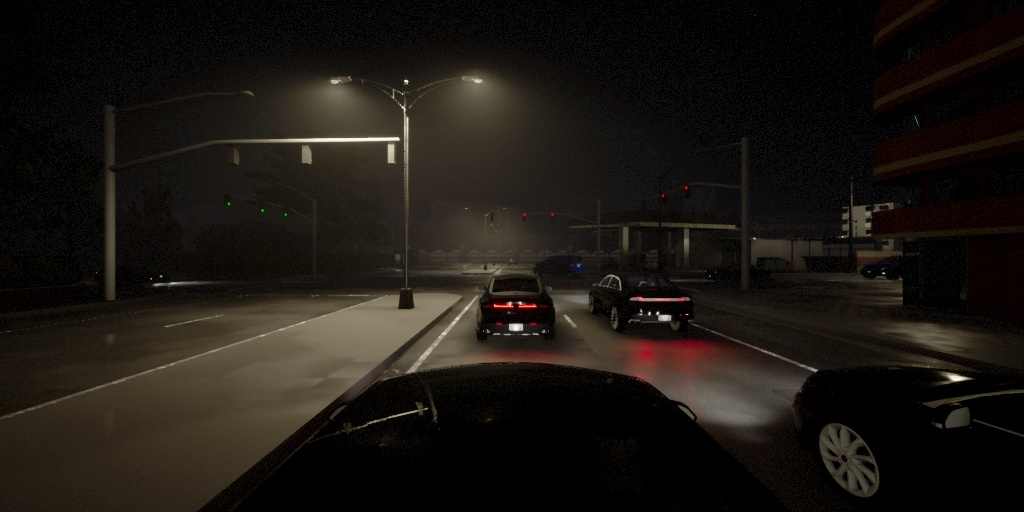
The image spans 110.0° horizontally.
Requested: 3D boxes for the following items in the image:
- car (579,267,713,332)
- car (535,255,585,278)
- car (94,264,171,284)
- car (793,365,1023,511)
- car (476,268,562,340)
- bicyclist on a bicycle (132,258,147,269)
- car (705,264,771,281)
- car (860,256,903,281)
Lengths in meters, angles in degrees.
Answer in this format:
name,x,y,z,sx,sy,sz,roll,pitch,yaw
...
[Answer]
name,x,y,z,sx,sy,sz,roll,pitch,yaw
car,3.607,1.242,10.838,2.128,1.511,4.902,0,0,0
car,4.413,0.971,33.779,2.150,2.045,5.566,-2,1,-34
car,-27.749,1.314,26.308,4.181,1.385,1.994,0,0,0
car,3.600,1.255,1.430,1.837,1.490,4.892,0,0,0
car,0.100,1.255,9.984,1.837,1.490,4.892,0,0,0
bicyclist on a bicycle,-38.211,1.053,36.732,0.582,1.620,1.656,0,0,0
car,18.662,1.351,29.855,4.718,1.301,1.895,0,0,-1
car,32.651,0.973,30.044,5.566,2.045,2.150,0,0,-1
